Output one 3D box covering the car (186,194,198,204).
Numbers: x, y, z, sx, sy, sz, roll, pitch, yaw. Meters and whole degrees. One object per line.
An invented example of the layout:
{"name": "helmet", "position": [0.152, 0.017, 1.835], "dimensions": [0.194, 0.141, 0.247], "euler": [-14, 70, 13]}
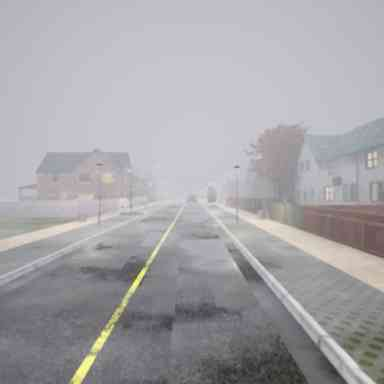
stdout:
{"name": "car", "position": [0.007, 1.411, 66.301], "dimensions": [2.150, 2.045, 5.566], "euler": [0, 0, 0]}
